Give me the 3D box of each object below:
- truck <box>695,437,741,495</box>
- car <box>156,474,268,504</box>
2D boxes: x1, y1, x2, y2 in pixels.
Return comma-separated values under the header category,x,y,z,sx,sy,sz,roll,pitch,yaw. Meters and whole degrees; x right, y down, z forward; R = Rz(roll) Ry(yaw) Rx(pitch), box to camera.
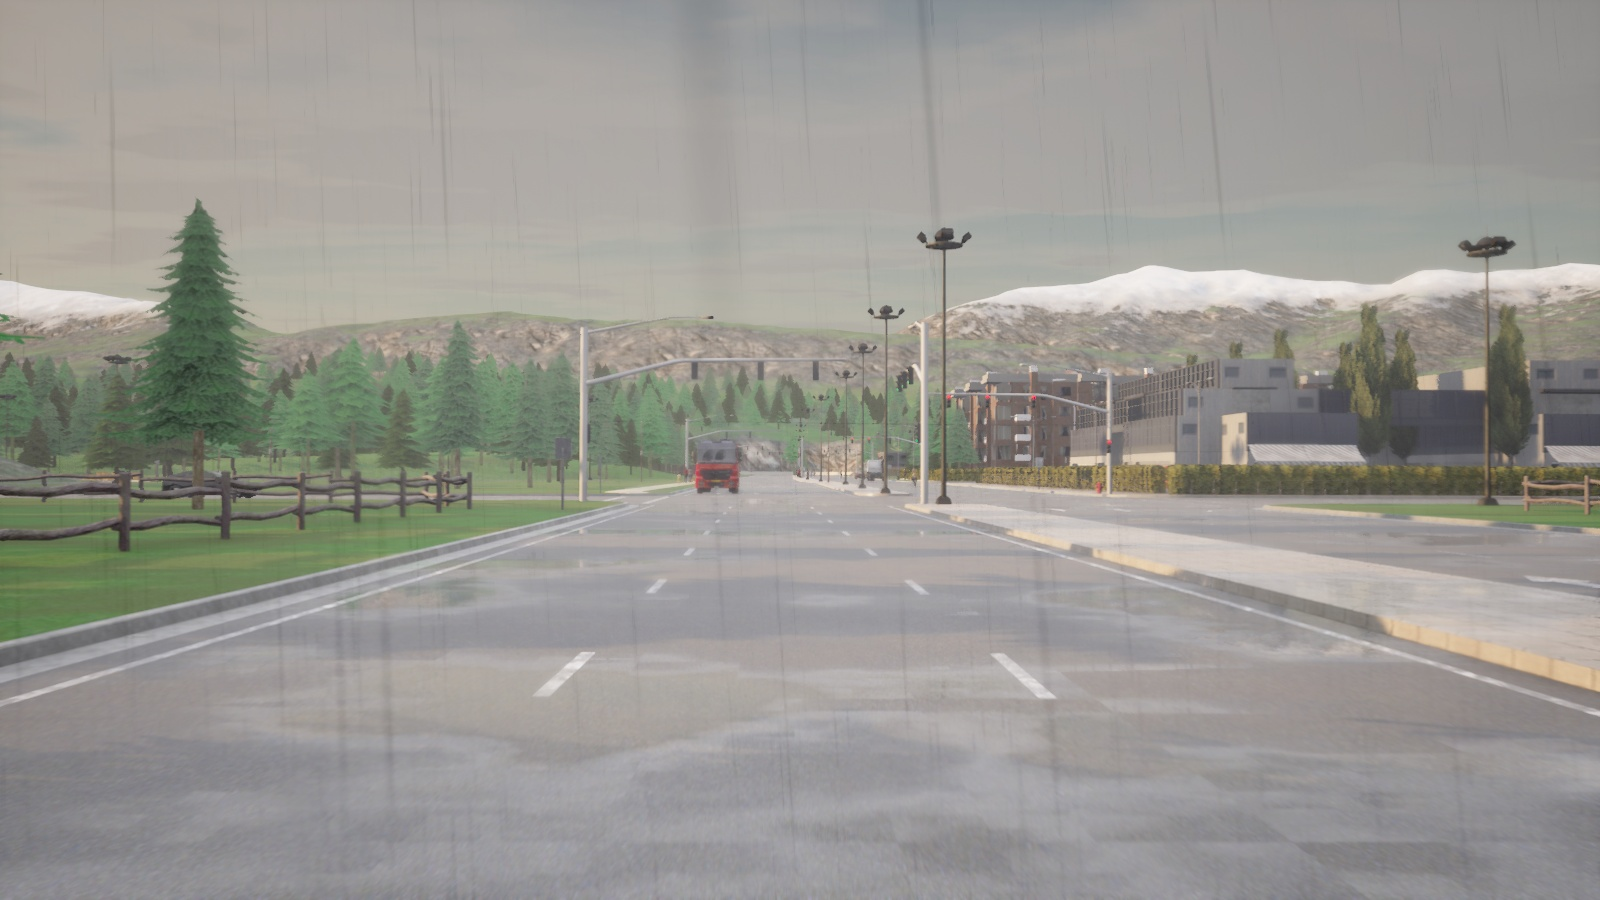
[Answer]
category,x,y,z,sx,sy,sz,roll,pitch,yaw
truck,-5.698,1.150,88.279,2.891,3.827,8.468,0,-1,-2
car,-30.366,2.024,64.994,4.792,1.488,2.163,0,-1,-1
